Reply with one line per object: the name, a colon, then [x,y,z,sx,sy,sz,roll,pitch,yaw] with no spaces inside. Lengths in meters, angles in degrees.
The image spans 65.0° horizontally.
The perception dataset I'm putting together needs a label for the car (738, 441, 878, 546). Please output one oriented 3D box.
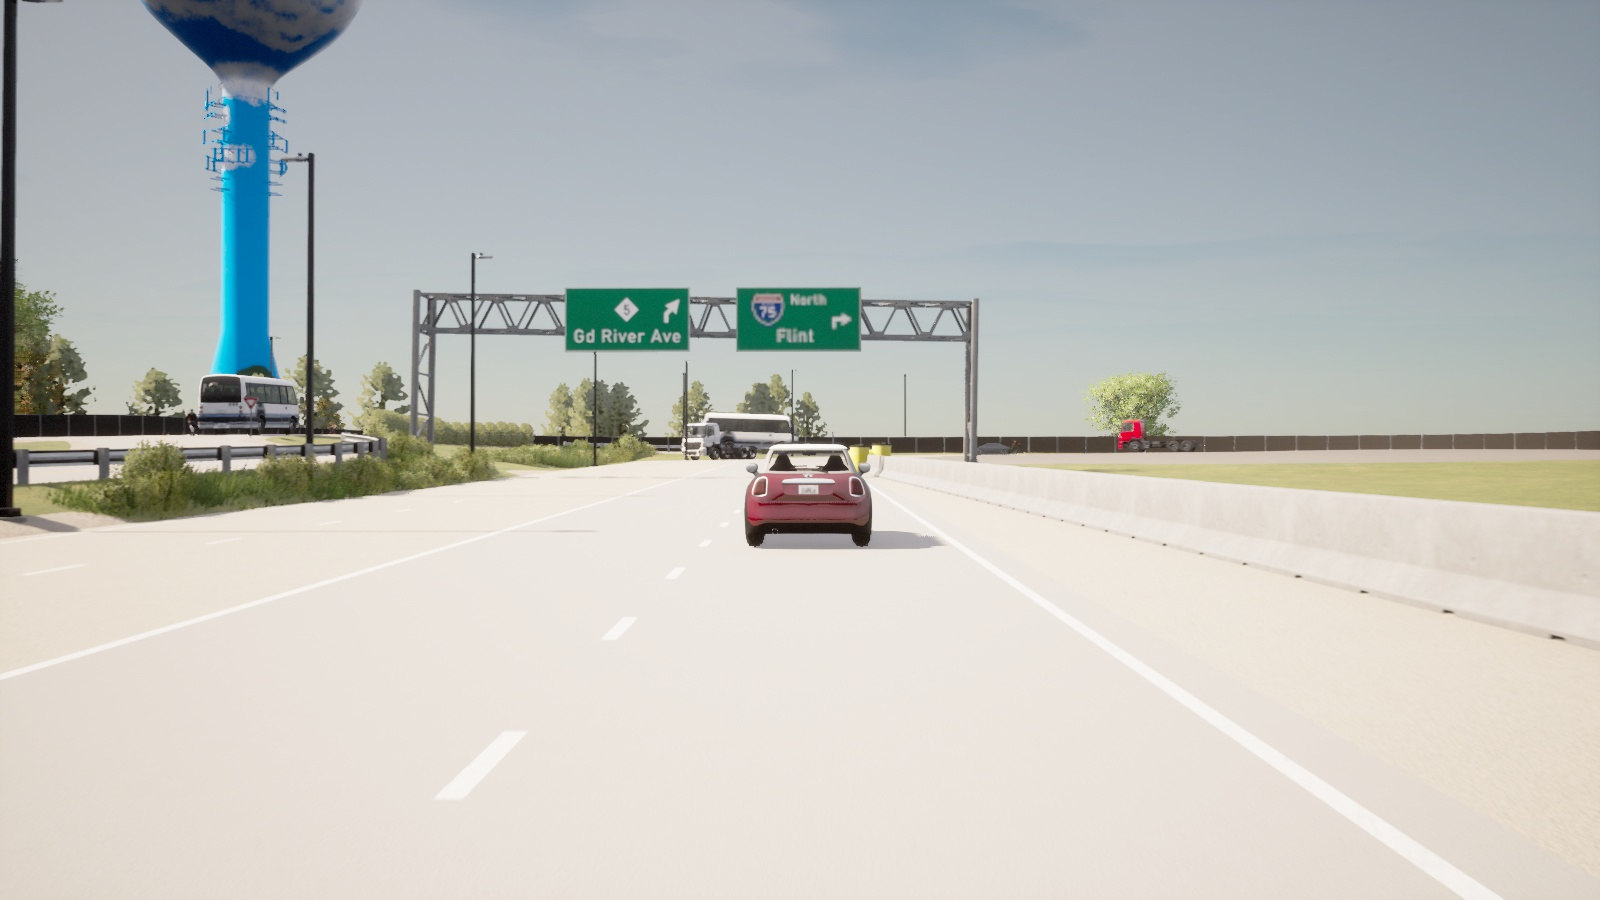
car: [0.127,0.601,19.611,1.970,1.475,3.806,0,0,0]
